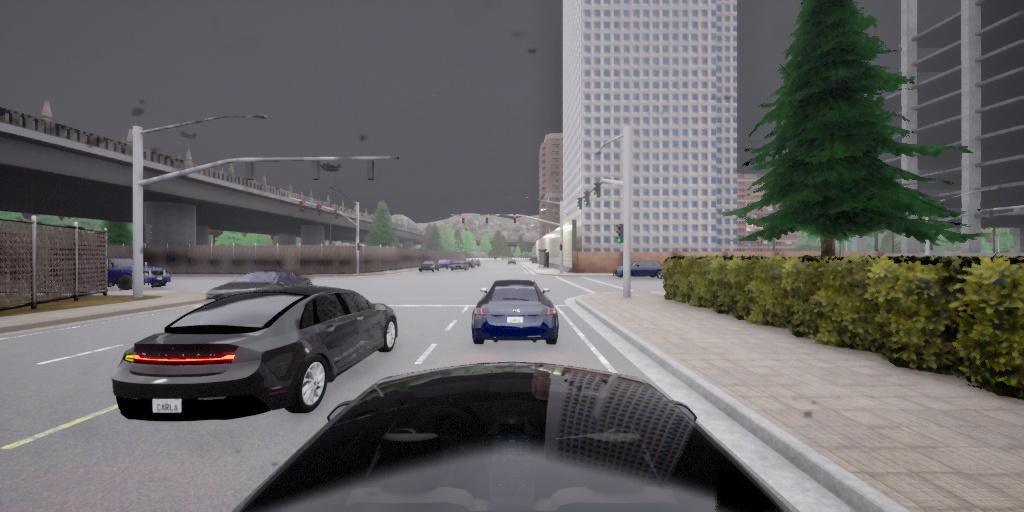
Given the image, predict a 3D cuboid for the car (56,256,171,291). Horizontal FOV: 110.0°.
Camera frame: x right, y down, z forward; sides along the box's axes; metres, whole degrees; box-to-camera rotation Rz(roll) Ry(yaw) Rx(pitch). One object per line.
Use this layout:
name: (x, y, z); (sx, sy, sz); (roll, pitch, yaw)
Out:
car: (-24.449, 1.027, 22.076); (5.566, 2.045, 2.150); (0, 0, 0)

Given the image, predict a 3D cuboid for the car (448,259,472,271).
car: (-7.095, 1.314, 49.184); (1.994, 1.385, 4.181); (0, 0, 0)

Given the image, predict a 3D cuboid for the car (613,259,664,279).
car: (11.637, 1.157, 32.856); (4.553, 1.767, 2.097); (0, 0, 0)

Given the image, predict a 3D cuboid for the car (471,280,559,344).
car: (0.077, 1.314, 9.564); (1.994, 1.385, 4.181); (0, 0, 0)

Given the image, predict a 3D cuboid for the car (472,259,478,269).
car: (-7.094, 1.351, 57.938); (1.895, 1.301, 4.718); (0, 0, 0)

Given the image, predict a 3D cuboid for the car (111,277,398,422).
car: (-3.441, 1.255, 6.020); (1.837, 1.490, 4.892); (0, 0, 0)

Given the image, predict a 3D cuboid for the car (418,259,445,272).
car: (-10.602, 1.297, 46.431); (2.033, 1.411, 5.357); (0, 0, 0)

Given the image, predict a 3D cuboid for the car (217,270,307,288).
car: (-10.164, 1.301, 15.026); (2.033, 1.411, 5.357); (0, 0, -8)

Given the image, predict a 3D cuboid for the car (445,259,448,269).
car: (-10.599, 1.228, 55.881); (1.882, 1.535, 5.008); (0, 0, 0)
